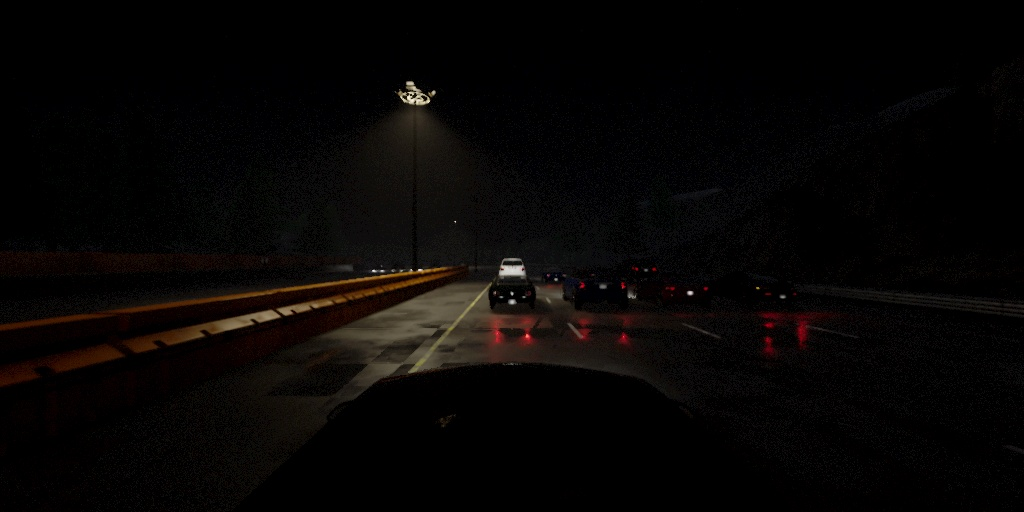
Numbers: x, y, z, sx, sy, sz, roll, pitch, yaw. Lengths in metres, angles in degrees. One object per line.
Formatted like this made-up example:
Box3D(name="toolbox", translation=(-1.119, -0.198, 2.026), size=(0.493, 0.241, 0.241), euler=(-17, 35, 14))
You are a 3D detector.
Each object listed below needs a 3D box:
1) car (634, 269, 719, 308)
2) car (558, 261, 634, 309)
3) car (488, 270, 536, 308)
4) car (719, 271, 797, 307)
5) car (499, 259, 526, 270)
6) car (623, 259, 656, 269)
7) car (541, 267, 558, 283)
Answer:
Box3D(name="car", translation=(7.016, 1.447, 16.104), size=(1.994, 1.385, 4.181), euler=(0, 0, 0))
Box3D(name="car", translation=(3.514, 1.231, 15.917), size=(2.097, 1.767, 4.553), euler=(0, -1, 0))
Box3D(name="car", translation=(0.014, 1.482, 15.946), size=(1.895, 1.301, 4.718), euler=(0, 0, 0))
Box3D(name="car", translation=(10.518, 1.410, 16.218), size=(1.812, 1.442, 4.674), euler=(0, 0, 0))
Box3D(name="car", translation=(0.036, 1.236, 30.863), size=(2.150, 2.045, 5.566), euler=(0, 0, 0))
Box3D(name="car", translation=(10.536, 1.236, 30.834), size=(2.150, 2.045, 5.566), euler=(0, 0, 0))
Box3D(name="car", translation=(3.536, 1.621, 30.941), size=(1.895, 1.301, 4.718), euler=(0, 0, 0))
